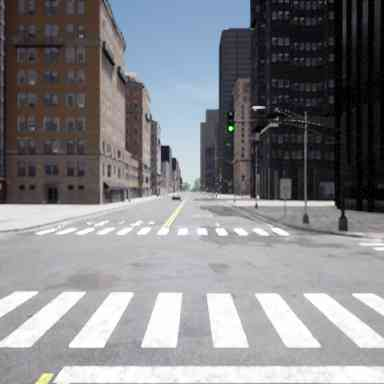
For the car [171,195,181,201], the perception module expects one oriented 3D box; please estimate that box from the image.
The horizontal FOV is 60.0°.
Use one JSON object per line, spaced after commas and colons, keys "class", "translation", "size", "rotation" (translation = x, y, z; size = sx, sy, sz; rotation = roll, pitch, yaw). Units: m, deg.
{"class": "car", "translation": [-3.180, 1.195, 67.227], "size": [1.895, 1.301, 4.718], "rotation": [0, 0, 0]}
